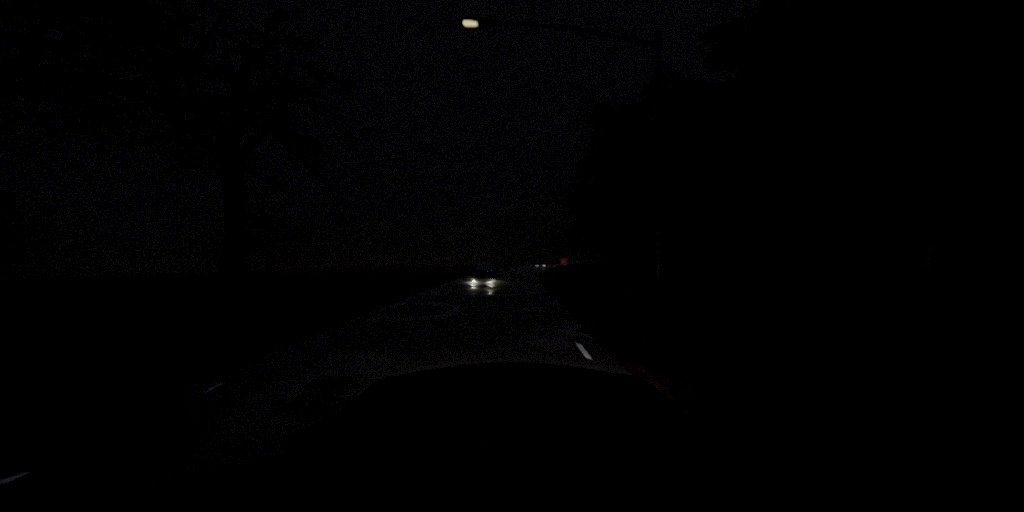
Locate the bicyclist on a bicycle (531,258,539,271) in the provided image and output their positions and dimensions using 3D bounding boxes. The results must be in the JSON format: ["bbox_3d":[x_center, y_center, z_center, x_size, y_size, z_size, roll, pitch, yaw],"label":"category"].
[{"bbox_3d":[2.658,1.079,44.363,0.659,1.776,1.843,0,0,8],"label":"bicyclist on a bicycle"}]

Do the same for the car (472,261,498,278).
[{"bbox_3d":[-2.477,1.202,33.796,1.882,1.535,5.008,0,0,5],"label":"car"}]

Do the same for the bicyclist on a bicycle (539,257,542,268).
[{"bbox_3d":[4.217,1.048,53.077,0.659,1.776,1.843,0,1,12],"label":"bicyclist on a bicycle"}]
